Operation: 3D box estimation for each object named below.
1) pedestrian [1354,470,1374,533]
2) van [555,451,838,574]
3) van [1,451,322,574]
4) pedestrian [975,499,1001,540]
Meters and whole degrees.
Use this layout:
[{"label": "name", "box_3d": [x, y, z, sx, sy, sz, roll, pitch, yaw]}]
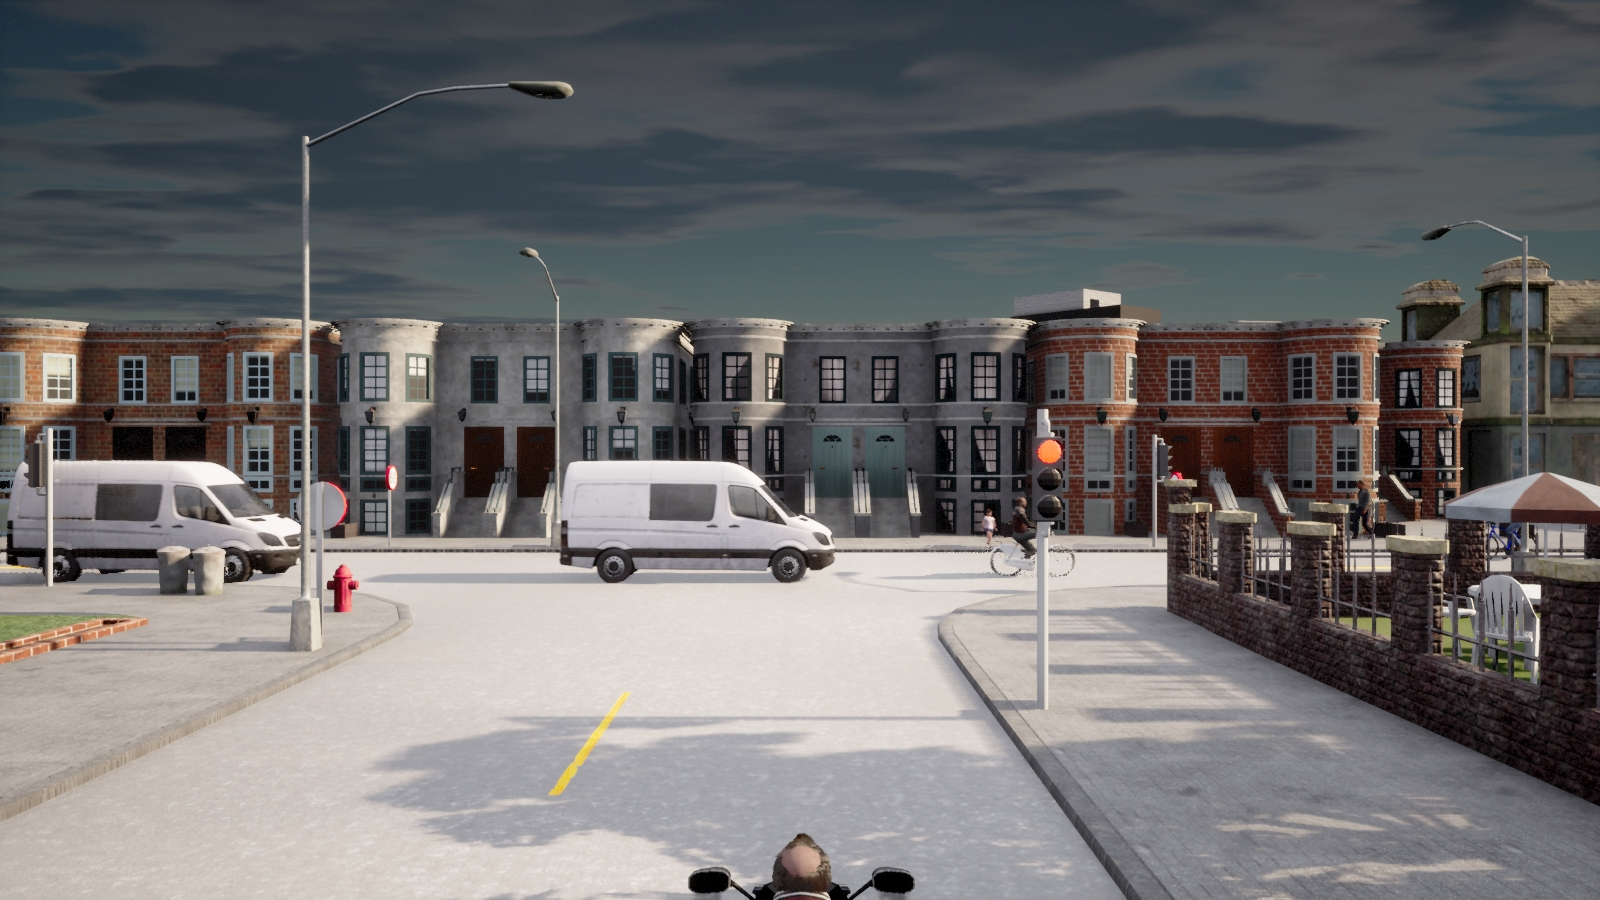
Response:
[{"label": "pedestrian", "box_3d": [16.682, 1.512, 33.804, 0.375, 1.860, 0.375, 0, 0, -8]}, {"label": "van", "box_3d": [-2.162, 1.304, 24.917, 5.915, 2.561, 1.988, 0, 0, 0]}, {"label": "van", "box_3d": [-13.764, 1.304, 24.863, 5.915, 2.561, 1.988, 0, 0, 1]}, {"label": "pedestrian", "box_3d": [5.134, 1.892, 31.174, 0.500, 1.100, 0.500, 0, 0, -24]}]
